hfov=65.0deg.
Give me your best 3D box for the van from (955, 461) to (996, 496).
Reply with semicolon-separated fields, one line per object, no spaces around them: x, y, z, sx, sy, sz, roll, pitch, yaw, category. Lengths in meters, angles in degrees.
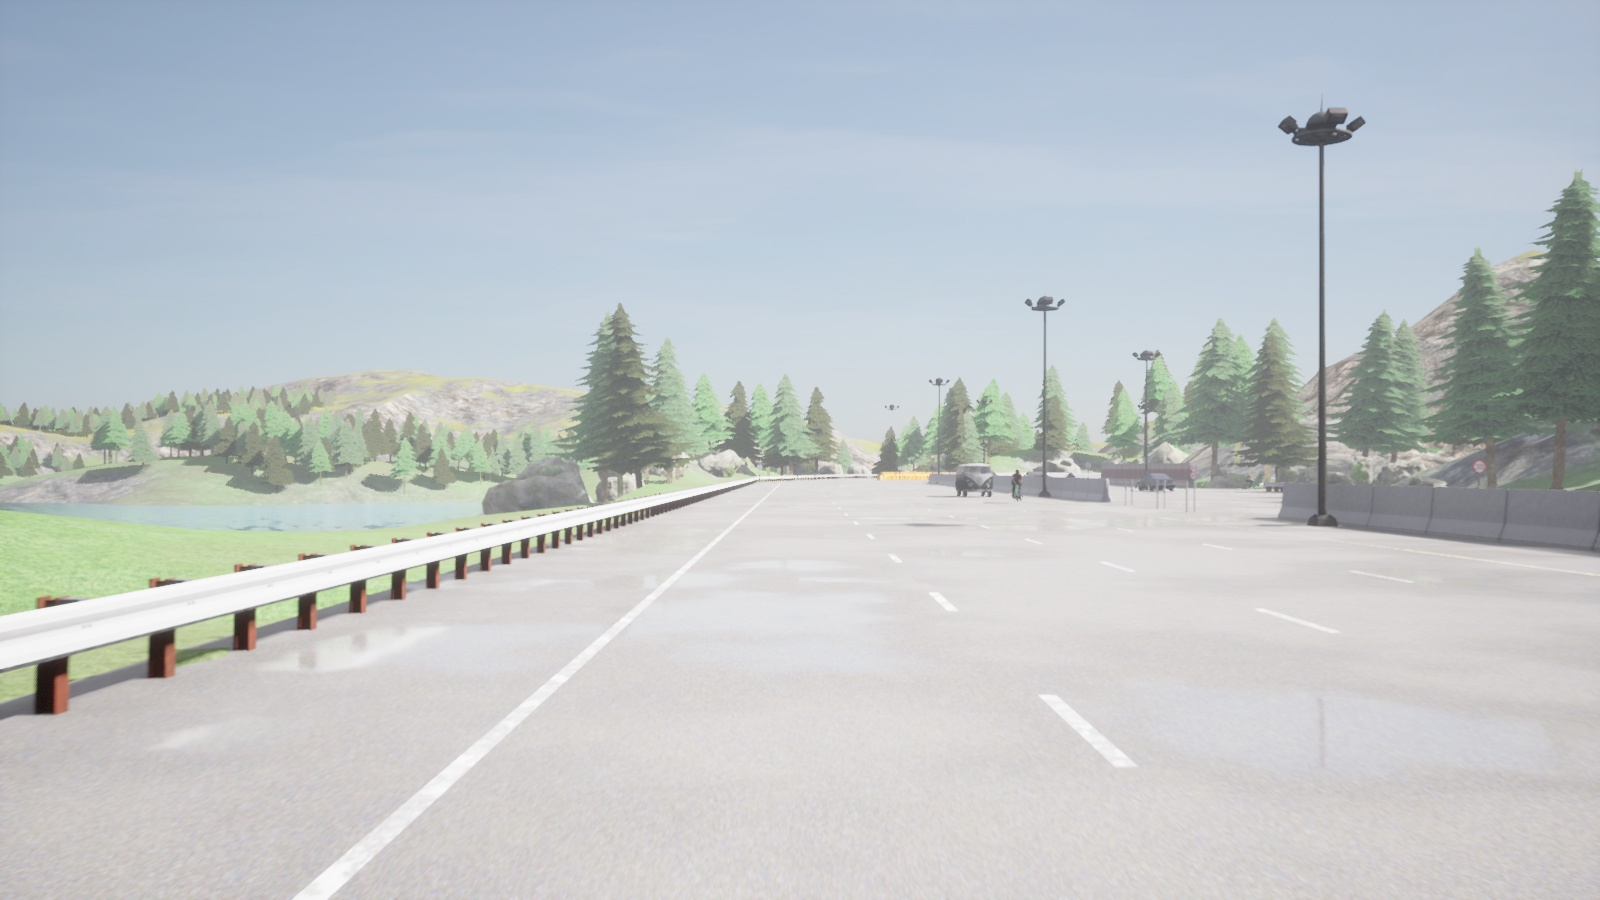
10.312;1.693;74.147;1.775;1.987;4.442;0;-1;0;van
